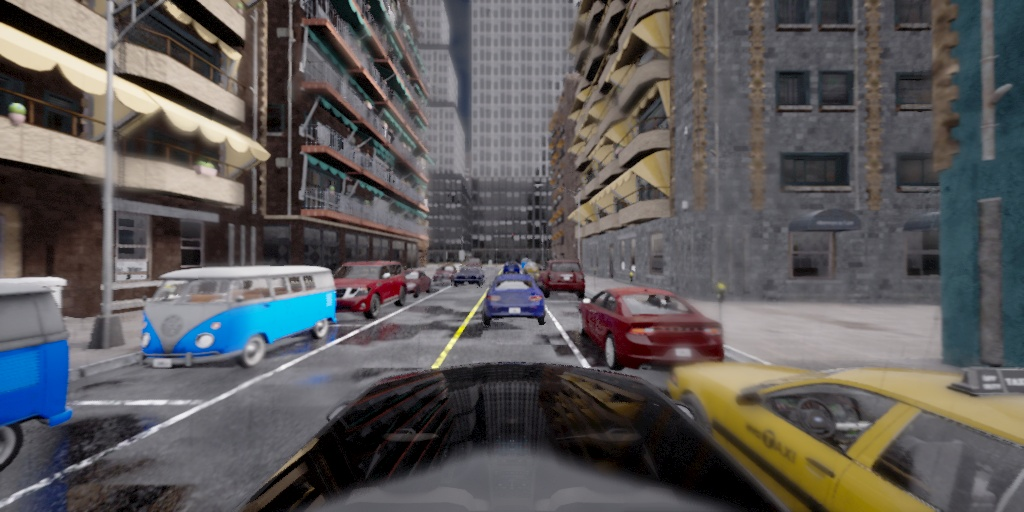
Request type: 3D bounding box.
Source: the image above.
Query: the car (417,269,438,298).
[{"bbox_3d":[-5.377,1.395,18.841,1.802,1.307,4.207,0,0,0],"label":"car"}]

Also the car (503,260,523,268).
[{"bbox_3d":[-0.051,1.373,41.619,1.882,1.535,5.008,0,0,0],"label":"car"}]

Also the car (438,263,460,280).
[{"bbox_3d":[-5.421,1.436,30.122,1.802,1.307,4.207,0,0,0],"label":"car"}]

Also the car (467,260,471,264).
[{"bbox_3d":[-5.442,1.401,35.592,1.751,1.417,4.829,0,0,0],"label":"car"}]

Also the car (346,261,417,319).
[{"bbox_3d":[-5.356,1.107,13.201,2.192,1.841,5.009,0,0,0],"label":"car"}]

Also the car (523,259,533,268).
[{"bbox_3d":[2.415,1.419,41.603,1.751,1.417,4.829,0,0,0],"label":"car"}]

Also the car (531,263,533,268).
[{"bbox_3d":[2.480,1.355,24.682,1.751,1.417,4.829,0,0,0],"label":"car"}]

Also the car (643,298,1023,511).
[{"bbox_3d":[2.568,1.275,2.121,1.751,1.417,4.829,0,0,0],"label":"car"}]

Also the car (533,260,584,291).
[{"bbox_3d":[2.503,1.124,18.872,2.192,1.841,5.009,0,0,0],"label":"car"}]

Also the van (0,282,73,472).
[{"bbox_3d":[-5.312,1.094,1.920,1.690,1.789,3.998,0,0,0],"label":"van"}]

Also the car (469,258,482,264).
[{"bbox_3d":[-5.508,1.258,52.683,2.192,1.841,5.009,0,0,0],"label":"car"}]

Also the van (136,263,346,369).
[{"bbox_3d":[-5.334,1.113,7.560,1.690,1.789,3.998,0,0,0],"label":"van"}]

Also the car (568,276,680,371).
[{"bbox_3d":[2.546,1.314,7.592,1.888,1.381,4.507,0,0,0],"label":"car"}]

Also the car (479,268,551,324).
[{"bbox_3d":[0.066,1.311,12.031,1.812,1.442,4.674,0,0,0],"label":"car"}]

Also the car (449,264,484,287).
[{"bbox_3d":[-2.938,1.435,25.196,1.895,1.301,4.718,0,0,0],"label":"car"}]
